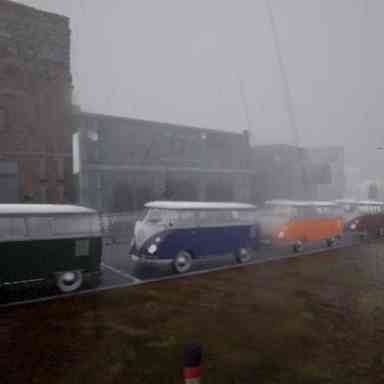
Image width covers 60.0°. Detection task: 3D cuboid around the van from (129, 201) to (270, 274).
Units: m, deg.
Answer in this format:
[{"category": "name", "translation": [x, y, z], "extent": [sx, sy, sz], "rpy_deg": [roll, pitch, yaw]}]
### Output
[{"category": "van", "translation": [0.180, 1.293, 10.521], "extent": [4.442, 1.987, 1.878], "rpy_deg": [2, 0, -39]}]

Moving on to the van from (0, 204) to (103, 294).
[{"category": "van", "translation": [-4.287, 1.243, 7.178], "extent": [4.442, 1.987, 1.878], "rpy_deg": [2, 0, -38]}]

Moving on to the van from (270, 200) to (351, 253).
[{"category": "van", "translation": [4.545, 1.353, 14.016], "extent": [4.442, 1.987, 1.878], "rpy_deg": [2, 0, -39]}]

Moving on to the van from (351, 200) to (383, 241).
[{"category": "van", "translation": [8.789, 1.423, 17.660], "extent": [4.442, 1.987, 1.878], "rpy_deg": [2, 0, -44]}]
